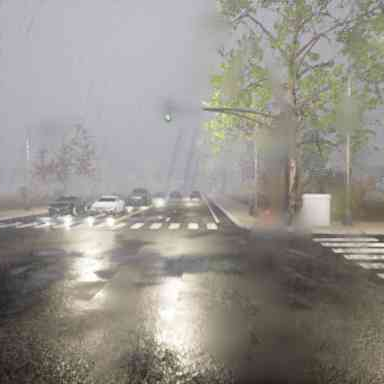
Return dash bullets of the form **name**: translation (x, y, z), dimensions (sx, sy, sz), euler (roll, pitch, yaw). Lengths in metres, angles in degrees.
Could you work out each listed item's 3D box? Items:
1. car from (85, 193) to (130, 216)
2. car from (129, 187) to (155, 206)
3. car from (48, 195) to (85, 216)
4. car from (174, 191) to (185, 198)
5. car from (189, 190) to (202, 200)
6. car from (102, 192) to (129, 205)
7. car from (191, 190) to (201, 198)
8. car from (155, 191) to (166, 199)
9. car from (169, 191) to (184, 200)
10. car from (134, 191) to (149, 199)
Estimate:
- **car**: translation (-6.507, 1.042, 26.179), dimensions (1.812, 1.442, 4.674), euler (0, 1, 1)
- **car**: translation (-6.244, 0.506, 40.230), dimensions (2.150, 2.045, 5.566), euler (0, 2, 2)
- **car**: translation (-9.778, 1.014, 26.526), dimensions (1.837, 1.490, 4.892), euler (0, 1, -1)
- **car**: translation (-2.485, 0.479, 65.667), dimensions (1.895, 1.301, 4.718), euler (0, 1, 1)
- **car**: translation (0.585, 0.559, 55.163), dimensions (1.837, 1.490, 4.892), euler (0, 1, 1)
- **car**: translation (-9.456, 0.815, 41.692), dimensions (2.033, 1.411, 5.357), euler (0, 1, 1)
- **car**: translation (0.764, 0.381, 65.579), dimensions (1.837, 1.490, 4.892), euler (0, 1, 1)
- **car**: translation (-5.832, 0.530, 60.332), dimensions (1.994, 1.385, 4.181), euler (0, 1, 1)
- **car**: translation (-2.665, 0.529, 55.219), dimensions (1.882, 1.535, 5.008), euler (0, 1, 1)
- **car**: translation (-9.076, 0.526, 60.537), dimensions (1.994, 1.385, 4.181), euler (0, 1, 1)
